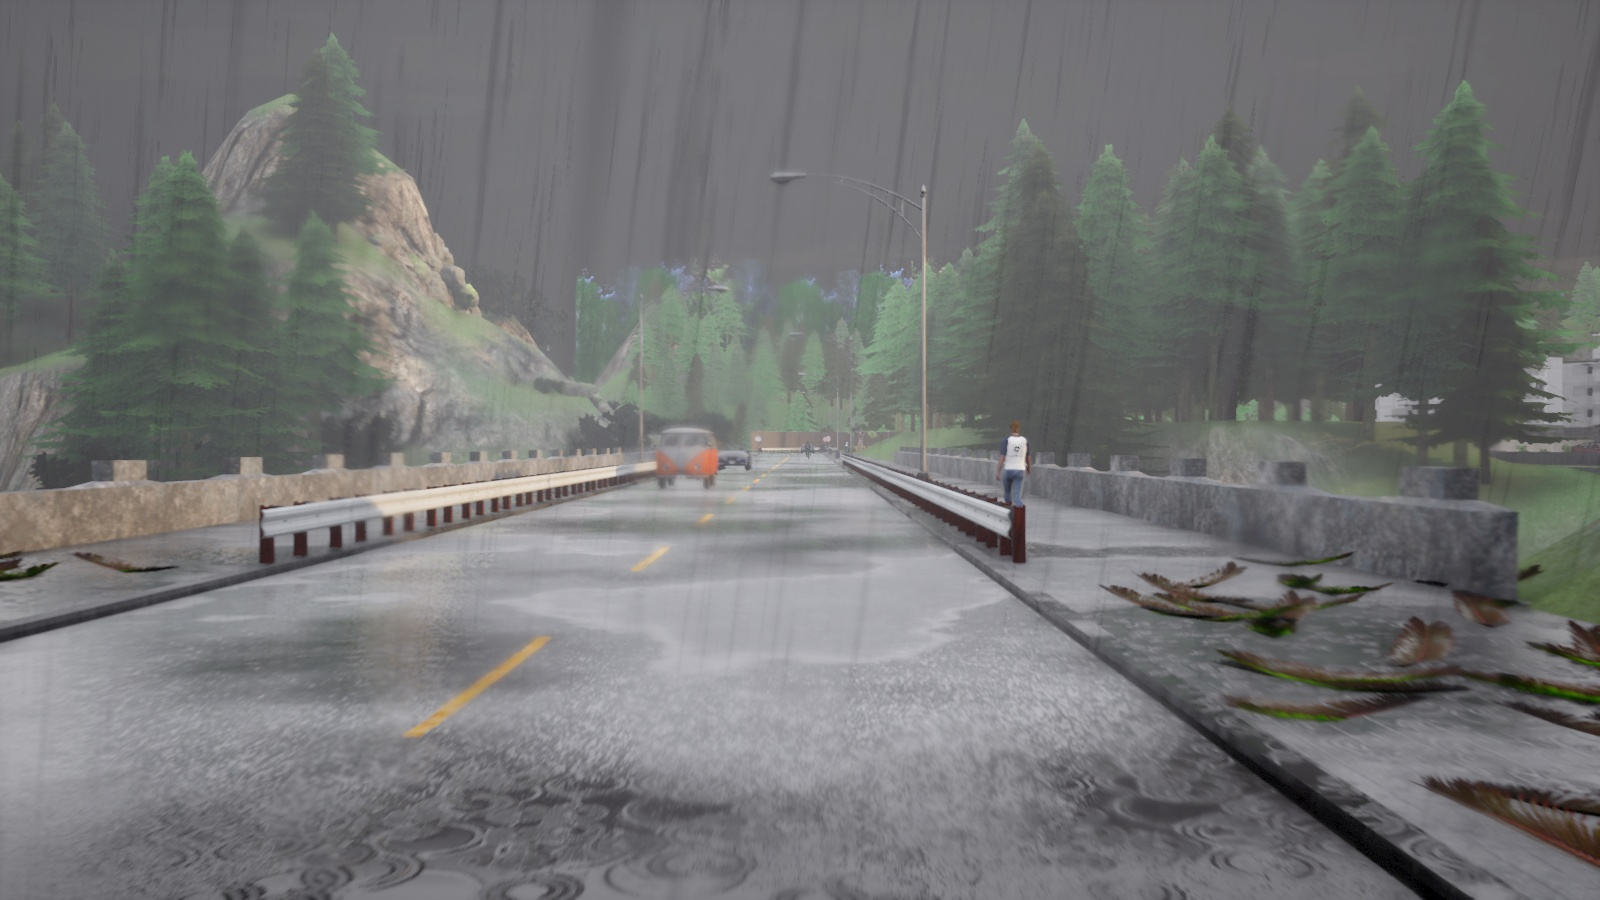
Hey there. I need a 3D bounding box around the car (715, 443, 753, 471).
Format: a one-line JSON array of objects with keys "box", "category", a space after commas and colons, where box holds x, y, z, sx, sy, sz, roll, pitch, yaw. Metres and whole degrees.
[{"box": [-3.579, 0.371, 68.419, 1.816, 1.474, 4.193, 0, 0, 0], "category": "car"}]

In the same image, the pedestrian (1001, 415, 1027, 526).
[{"box": [3.617, 0.340, 21.252, 0.354, 1.836, 0.706, 0, 0, 3], "category": "pedestrian"}]

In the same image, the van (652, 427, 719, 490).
[{"box": [-3.738, 0.262, 41.594, 1.775, 1.987, 4.442, 0, 0, 0], "category": "van"}]
